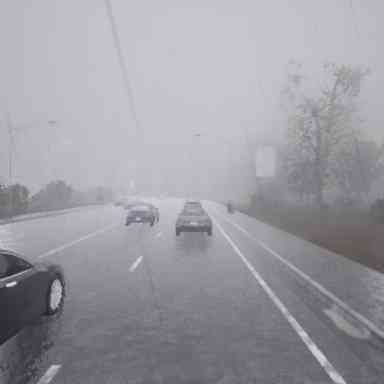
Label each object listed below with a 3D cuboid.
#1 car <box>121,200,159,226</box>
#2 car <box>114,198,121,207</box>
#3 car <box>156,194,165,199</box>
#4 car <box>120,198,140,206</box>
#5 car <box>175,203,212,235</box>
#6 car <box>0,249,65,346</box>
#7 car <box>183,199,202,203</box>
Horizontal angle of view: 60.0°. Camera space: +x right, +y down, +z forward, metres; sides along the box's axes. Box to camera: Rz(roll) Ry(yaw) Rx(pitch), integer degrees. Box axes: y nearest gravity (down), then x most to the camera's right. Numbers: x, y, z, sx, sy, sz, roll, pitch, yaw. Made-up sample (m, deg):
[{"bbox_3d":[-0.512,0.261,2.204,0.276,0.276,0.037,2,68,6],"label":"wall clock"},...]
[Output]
[{"bbox_3d":[-3.389,1.531,23.297,1.812,1.442,4.674,0,0,0],"label":"car"},{"bbox_3d":[-10.579,1.575,51.000,1.994,1.385,4.181,0,0,0],"label":"car"},{"bbox_3d":[-7.610,1.254,81.206,2.097,1.767,4.553,0,0,-4],"label":"car"},{"bbox_3d":[-7.095,1.535,40.749,1.812,1.442,4.674,0,0,0],"label":"car"},{"bbox_3d":[0.098,1.568,18.947,1.994,1.385,4.181,0,0,0],"label":"car"},{"bbox_3d":[-3.400,1.506,4.626,1.837,1.490,4.892,0,0,0],"label":"car"},{"bbox_3d":[0.097,1.500,36.804,2.128,1.511,4.902,0,0,0],"label":"car"}]
